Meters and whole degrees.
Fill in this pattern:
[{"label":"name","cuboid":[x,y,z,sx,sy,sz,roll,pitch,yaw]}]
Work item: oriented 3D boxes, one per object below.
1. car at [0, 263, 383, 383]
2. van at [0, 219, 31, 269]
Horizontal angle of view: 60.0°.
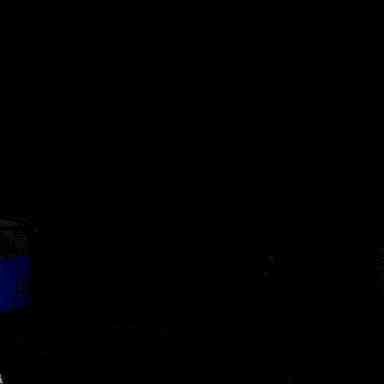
[{"label":"car","cuboid":[-0.070,1.562,2.893,4.313,1.339,1.947,0,0,35]},{"label":"van","cuboid":[-4.663,1.327,6.164,3.998,1.788,1.690,0,0,35]}]
